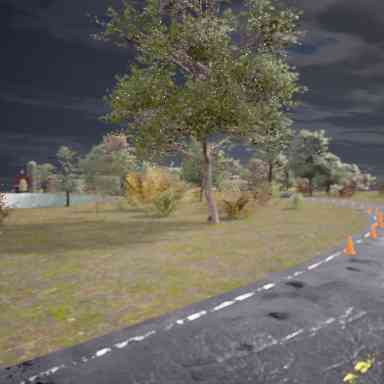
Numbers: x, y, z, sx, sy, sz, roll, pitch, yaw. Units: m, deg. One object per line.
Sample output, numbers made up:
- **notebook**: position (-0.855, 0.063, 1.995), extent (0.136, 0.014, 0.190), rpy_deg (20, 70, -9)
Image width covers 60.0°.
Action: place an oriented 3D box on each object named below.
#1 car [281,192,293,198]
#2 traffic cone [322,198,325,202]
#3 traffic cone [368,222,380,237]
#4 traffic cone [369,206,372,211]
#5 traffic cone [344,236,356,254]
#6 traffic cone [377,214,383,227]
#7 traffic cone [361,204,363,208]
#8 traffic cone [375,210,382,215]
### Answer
- **car**: position (22.156, 0.745, 76.106), extent (1.994, 1.385, 4.181), rpy_deg (0, 0, -18)
- **traffic cone**: position (22.266, 1.322, 56.354), extent (0.340, 0.580, 0.340), rpy_deg (0, 1, 2)
- **traffic cone**: position (8.504, 1.811, 15.635), extent (0.340, 0.580, 0.340), rpy_deg (-1, 0, 35)
- **traffic cone**: position (17.523, 1.601, 32.716), extent (0.340, 0.580, 0.340), rpy_deg (0, 1, 21)
- **traffic cone**: position (5.591, 1.863, 11.769), extent (0.340, 0.580, 0.340), rpy_deg (-1, 0, 39)
- **traffic cone**: position (11.164, 1.759, 19.680), extent (0.340, 0.580, 0.340), rpy_deg (-1, 0, 32)
- **traffic cone**: position (19.073, 1.546, 37.303), extent (0.340, 0.580, 0.340), rpy_deg (0, 1, 17)
- **traffic cone**: position (13.561, 1.707, 23.887), extent (0.340, 0.580, 0.340), rpy_deg (0, 0, 28)
